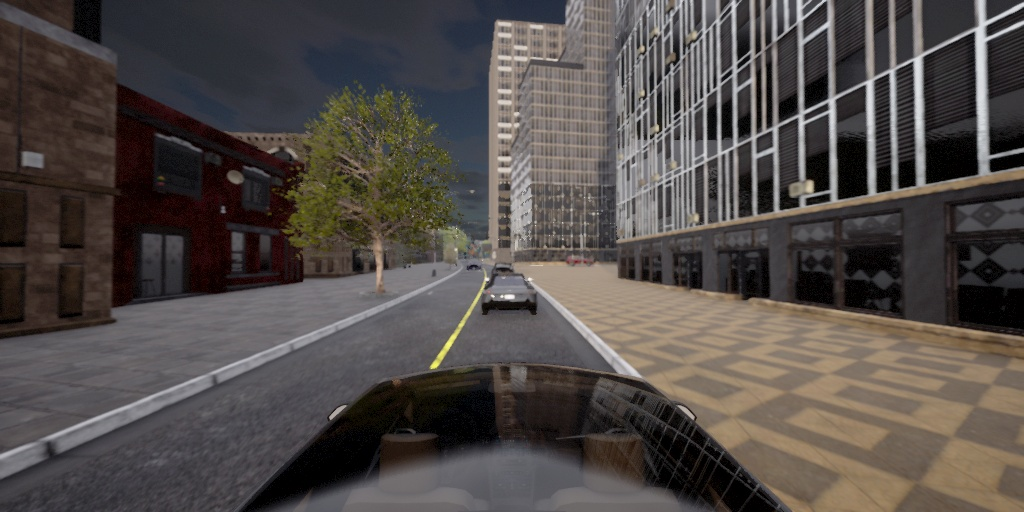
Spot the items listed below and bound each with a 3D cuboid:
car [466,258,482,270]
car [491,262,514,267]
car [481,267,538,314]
[{"bbox_3d":[-5.306,1.069,50.128,2.097,1.767,4.553,0,0,-5],"label":"car"},{"bbox_3d":[-0.750,1.242,28.906,1.837,1.490,4.892,0,1,-3],"label":"car"},{"bbox_3d":[-0.122,1.308,13.759,1.994,1.385,4.181,0,0,-1],"label":"car"}]
